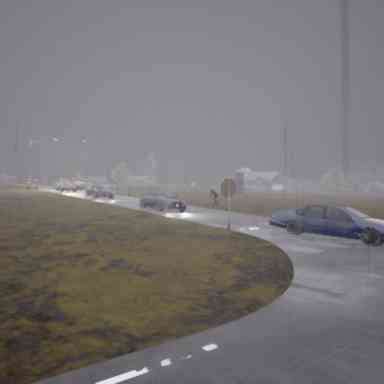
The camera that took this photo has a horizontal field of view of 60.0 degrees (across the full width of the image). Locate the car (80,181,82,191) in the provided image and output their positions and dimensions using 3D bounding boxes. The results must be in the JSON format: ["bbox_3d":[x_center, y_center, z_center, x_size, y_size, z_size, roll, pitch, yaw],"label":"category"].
[{"bbox_3d":[-17.411,-0.886,50.910,2.128,1.511,4.902,1,2,-35],"label":"car"}]

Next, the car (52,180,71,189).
[{"bbox_3d":[-23.365,-1.297,59.446,2.033,1.411,5.357,1,2,-35],"label":"car"}]

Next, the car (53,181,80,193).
[{"bbox_3d":[-17.345,-0.704,45.771,1.812,1.442,4.674,1,2,-35],"label":"car"}]

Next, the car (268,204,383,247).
[{"bbox_3d":[5.930,1.244,13.900,5.357,1.411,2.033,4,2,42],"label":"car"}]

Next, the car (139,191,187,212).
[{"bbox_3d":[-2.111,0.617,23.816,1.994,1.385,4.181,1,2,-35],"label":"car"}]

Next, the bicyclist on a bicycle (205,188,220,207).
[{"bbox_3d":[1.810,0.513,28.659,1.656,1.620,0.582,0,2,-35],"label":"bicyclist on a bicycle"}]

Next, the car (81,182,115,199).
[{"bbox_3d":[-9.660,-0.088,34.654,1.837,1.490,4.892,1,2,-35],"label":"car"}]
